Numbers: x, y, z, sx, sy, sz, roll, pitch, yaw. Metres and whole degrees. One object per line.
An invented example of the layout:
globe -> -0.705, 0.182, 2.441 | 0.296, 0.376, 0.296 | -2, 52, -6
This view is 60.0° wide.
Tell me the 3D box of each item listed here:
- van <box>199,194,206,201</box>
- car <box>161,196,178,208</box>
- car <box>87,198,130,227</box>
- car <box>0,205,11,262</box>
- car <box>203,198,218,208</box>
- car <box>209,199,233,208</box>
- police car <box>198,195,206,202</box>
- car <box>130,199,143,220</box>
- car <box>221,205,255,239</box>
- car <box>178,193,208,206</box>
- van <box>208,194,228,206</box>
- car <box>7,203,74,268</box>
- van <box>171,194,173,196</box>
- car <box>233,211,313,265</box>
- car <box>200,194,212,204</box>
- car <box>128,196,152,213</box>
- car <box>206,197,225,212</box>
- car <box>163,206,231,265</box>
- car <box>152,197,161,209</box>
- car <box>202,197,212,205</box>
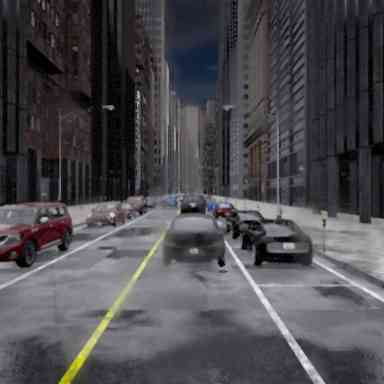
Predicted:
van -> 2.751, 1.467, 90.079 | 1.690, 1.788, 3.998 | 0, 0, 0
car -> -3.093, 1.614, 47.359 | 1.994, 1.385, 4.181 | 0, 0, 0
car -> -5.764, 1.461, 22.753 | 1.967, 1.590, 4.097 | 0, 0, 0
car -> -5.762, 1.319, 5.925 | 2.192, 1.841, 5.009 | 0, 0, 0
car -> 2.757, 1.622, 50.815 | 1.947, 1.339, 4.313 | 0, 0, 0
car -> 2.760, 1.572, 28.379 | 1.887, 1.381, 4.507 | 0, 0, 0
police car -> 2.356, 1.531, 79.532 | 1.930, 1.638, 5.238 | 0, 0, 0
car -> -5.765, 1.577, 28.362 | 2.008, 1.369, 4.403 | 0, 0, 0
car -> 2.761, 1.581, 17.160 | 1.947, 1.339, 4.313 | 0, 0, 0
car -> 0.083, 1.250, 30.789 | 2.150, 2.045, 5.566 | 0, 0, 0
van -> 2.759, 1.375, 33.988 | 1.690, 1.788, 3.998 | 0, 0, 0
car -> -5.762, 1.324, 11.533 | 2.192, 1.841, 5.009 | 0, 0, 0
van -> -5.771, 1.435, 73.238 | 1.690, 1.788, 3.998 | 0, 0, 0
car -> 2.762, 1.576, 11.551 | 1.947, 1.339, 4.313 | 0, 0, 0
car -> 2.754, 1.399, 67.642 | 2.192, 1.841, 5.009 | 0, 0, 0
car -> -5.765, 1.348, 33.972 | 2.192, 1.841, 5.009 | 0, 0, 0
car -> 2.759, 1.480, 39.597 | 1.967, 1.590, 4.097 | 0, 0, 0
car -> 0.072, 1.487, 11.708 | 1.882, 1.535, 5.008 | 0, 0, 0
car -> -5.768, 1.613, 45.191 | 1.947, 1.339, 4.313 | 0, 0, 0
car -> 2.755, 1.656, 62.033 | 1.802, 1.307, 4.206 | 0, 0, 0
